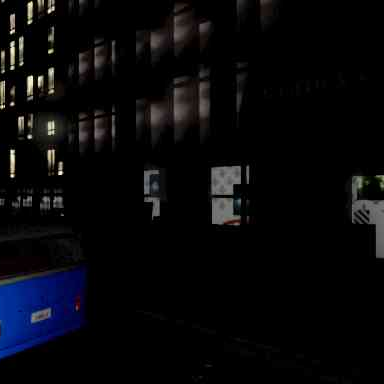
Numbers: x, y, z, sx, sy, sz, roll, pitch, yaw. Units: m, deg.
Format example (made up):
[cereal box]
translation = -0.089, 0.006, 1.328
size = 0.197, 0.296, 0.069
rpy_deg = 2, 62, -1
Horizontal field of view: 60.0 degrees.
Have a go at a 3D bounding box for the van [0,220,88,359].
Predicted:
[van]
translation = -3.431, 1.341, 5.331
size = 3.998, 1.788, 1.690
rpy_deg = 0, 0, 36
